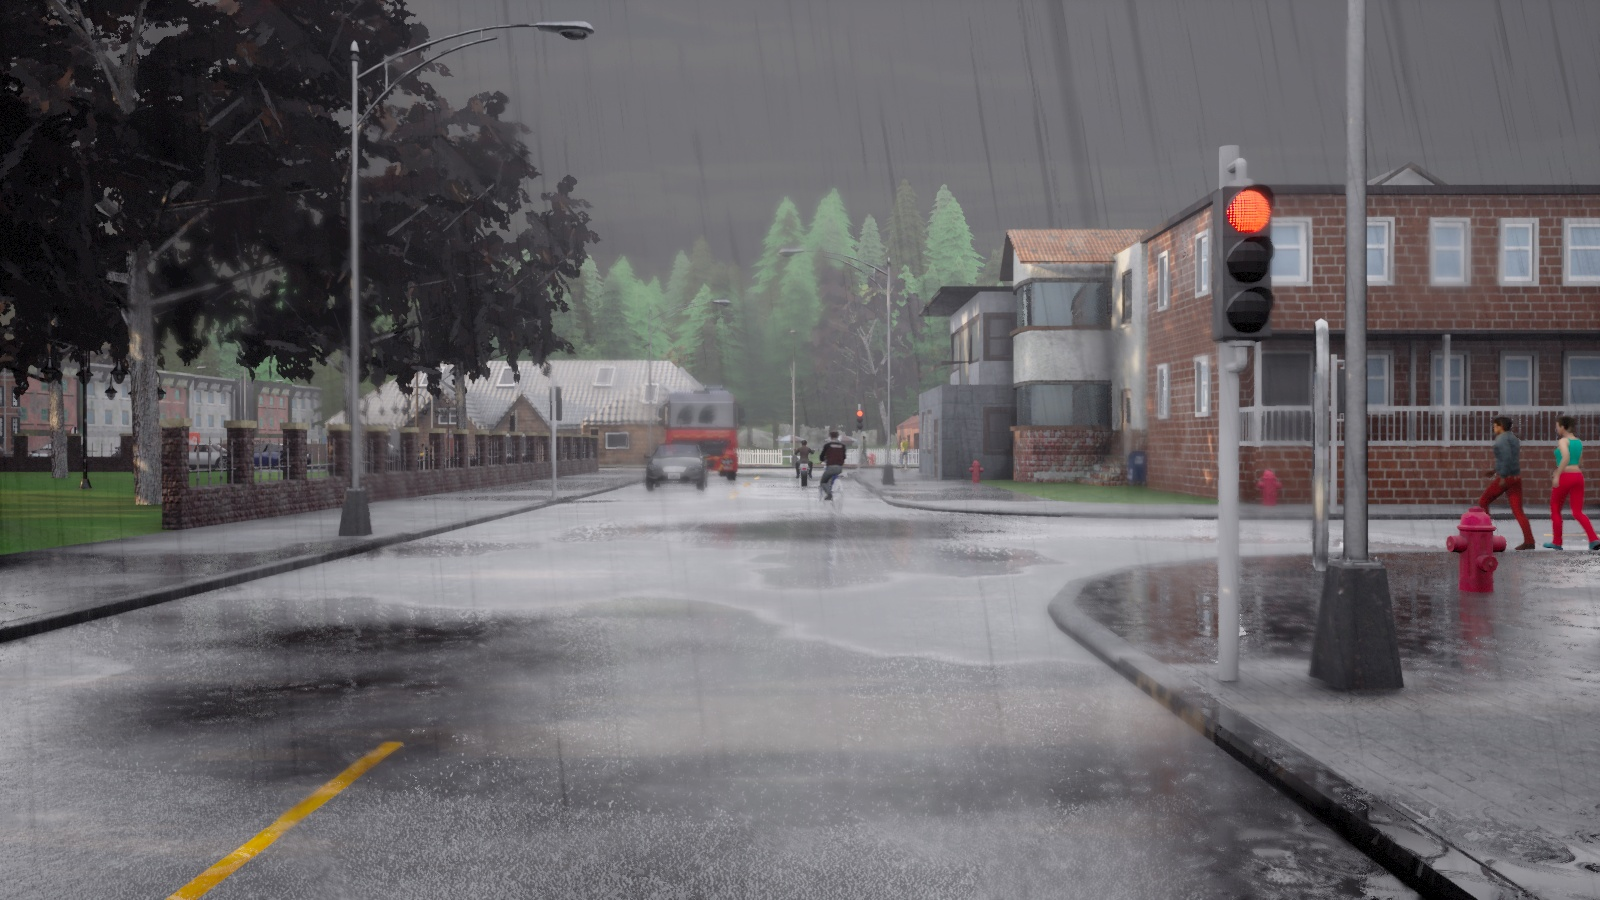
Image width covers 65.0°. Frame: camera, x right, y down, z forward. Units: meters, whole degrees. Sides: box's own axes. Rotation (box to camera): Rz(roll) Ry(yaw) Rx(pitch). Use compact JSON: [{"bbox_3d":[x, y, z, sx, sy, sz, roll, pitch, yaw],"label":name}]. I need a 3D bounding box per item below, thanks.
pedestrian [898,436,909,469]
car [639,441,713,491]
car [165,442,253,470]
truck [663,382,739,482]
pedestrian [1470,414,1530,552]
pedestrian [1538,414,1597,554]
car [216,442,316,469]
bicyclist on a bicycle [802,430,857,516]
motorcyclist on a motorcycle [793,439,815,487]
[{"bbox_3d":[5.793,0.143,70.400,0.354,1.836,0.706,0,0,-24],"label":"pedestrian"},{"bbox_3d":[-3.947,0.470,40.708,2.128,1.511,4.902,0,0,-3],"label":"car"},{"bbox_3d":[-31.765,0.305,67.616,3.806,1.475,1.970,0,0,-1],"label":"car"},{"bbox_3d":[-4.037,-0.718,52.503,2.891,3.827,8.468,0,0,-3],"label":"truck"},{"bbox_3d":[9.506,0.437,17.062,0.353,1.847,0.614,0,0,-30],"label":"pedestrian"},{"bbox_3d":[10.291,0.445,16.856,0.345,1.836,0.594,0,0,-15],"label":"pedestrian"},{"bbox_3d":[-30.423,0.317,71.664,4.792,1.488,2.163,0,0,0],"label":"car"},{"bbox_3d":[0.616,0.465,26.993,0.659,1.776,1.843,2,0,-15],"label":"bicyclist on a bicycle"},{"bbox_3d":[0.149,0.446,44.388,0.766,1.649,2.350,0,0,0],"label":"motorcyclist on a motorcycle"}]
